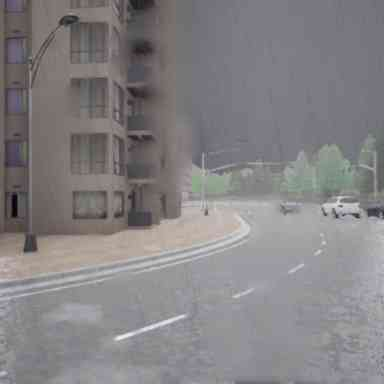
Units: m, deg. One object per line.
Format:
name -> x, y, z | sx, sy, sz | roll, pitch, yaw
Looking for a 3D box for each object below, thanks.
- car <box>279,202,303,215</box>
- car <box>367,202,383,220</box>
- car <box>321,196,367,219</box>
car -> 11.081, 1.815, 37.639 | 1.812, 1.442, 4.674 | 0, -1, 5
car -> 17.522, 1.651, 30.282 | 1.882, 1.535, 5.008 | 0, -1, 6
car -> 14.192, 1.432, 31.864 | 2.150, 2.045, 5.566 | 0, -1, 5
